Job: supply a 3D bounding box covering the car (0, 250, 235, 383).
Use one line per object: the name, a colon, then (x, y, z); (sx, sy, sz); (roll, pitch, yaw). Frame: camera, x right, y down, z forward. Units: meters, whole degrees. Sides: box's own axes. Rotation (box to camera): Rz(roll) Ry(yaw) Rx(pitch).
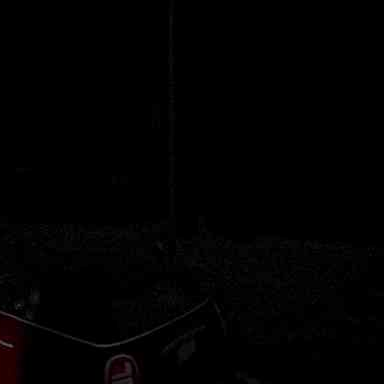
car: (-1.629, 1.472, 4.126); (4.097, 1.590, 1.967); (-1, 0, 36)
